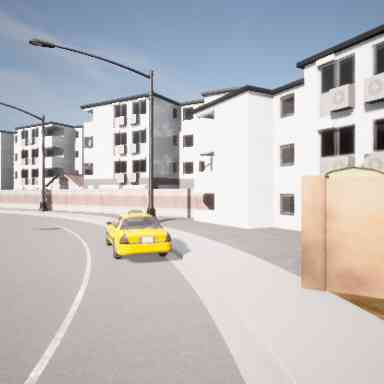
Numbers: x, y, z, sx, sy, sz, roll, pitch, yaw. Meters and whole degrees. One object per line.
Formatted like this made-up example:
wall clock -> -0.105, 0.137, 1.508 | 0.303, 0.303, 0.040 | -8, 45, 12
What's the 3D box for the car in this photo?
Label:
car -> -2.194, 1.447, 12.607 | 1.801, 1.575, 5.366 | 0, 0, -19
